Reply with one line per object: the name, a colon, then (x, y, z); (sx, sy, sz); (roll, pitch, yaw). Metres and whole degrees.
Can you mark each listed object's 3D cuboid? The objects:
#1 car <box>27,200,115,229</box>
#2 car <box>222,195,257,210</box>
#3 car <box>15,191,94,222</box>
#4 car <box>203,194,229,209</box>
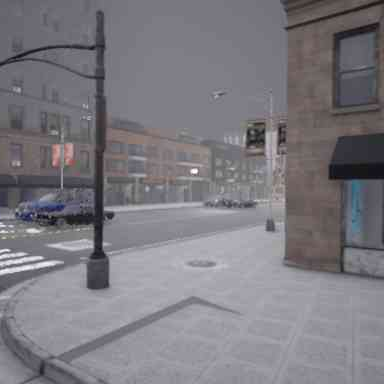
car: (-7.096, 1.413, 20.293); (1.895, 1.301, 4.718); (1, 1, 35)
car: (5.732, 1.330, 38.385); (1.895, 1.301, 4.718); (1, 1, 35)
car: (-9.145, 0.985, 23.012); (2.150, 2.045, 5.566); (1, 1, 35)
car: (3.278, 1.037, 40.531); (2.097, 1.767, 4.553); (1, 1, 35)
